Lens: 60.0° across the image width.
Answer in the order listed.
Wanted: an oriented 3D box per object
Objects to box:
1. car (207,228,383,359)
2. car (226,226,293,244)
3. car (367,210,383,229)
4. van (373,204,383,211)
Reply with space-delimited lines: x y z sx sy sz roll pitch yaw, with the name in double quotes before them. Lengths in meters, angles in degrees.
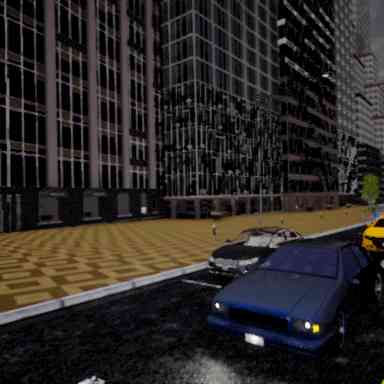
"car" 2.520 1.704 6.727 2.033 1.411 5.357 -2 -2 39
"car" 2.262 1.811 10.533 2.008 1.369 4.403 -3 -3 39
"car" 8.996 1.759 14.639 1.882 1.535 5.008 -2 -2 39
"van" 16.536 1.881 27.930 1.690 1.788 3.998 -3 -3 39
